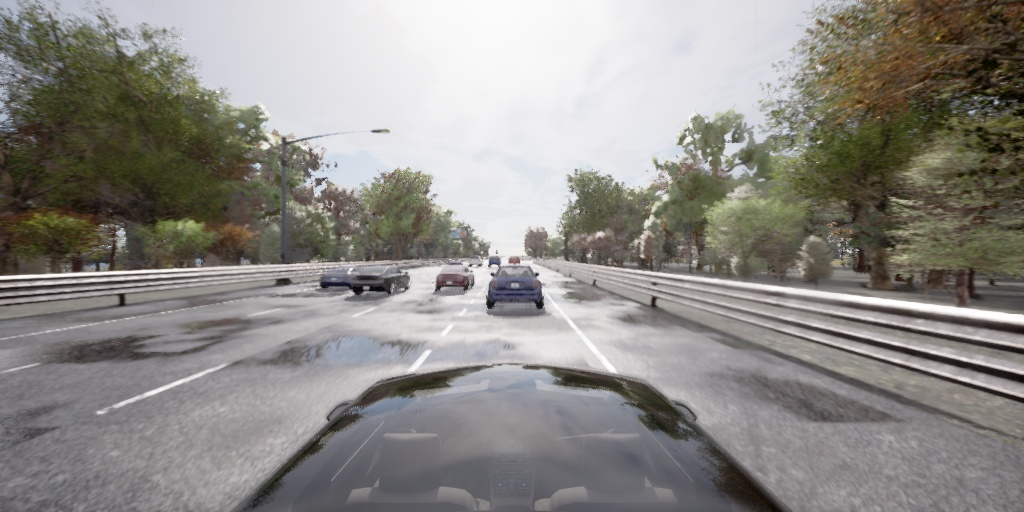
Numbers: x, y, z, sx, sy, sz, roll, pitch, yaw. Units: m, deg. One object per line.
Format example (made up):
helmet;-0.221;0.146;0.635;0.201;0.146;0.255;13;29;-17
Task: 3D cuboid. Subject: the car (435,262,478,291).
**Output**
car;-3.360;1.275;21.595;1.812;1.442;4.674;0;0;0

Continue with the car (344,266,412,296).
car;-6.867;1.256;19.346;1.837;1.490;4.892;0;0;0

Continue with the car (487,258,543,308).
car;0.119;1.101;15.289;2.097;1.767;4.553;0;0;0

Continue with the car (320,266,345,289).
car;-10.355;1.314;22.869;1.994;1.385;4.181;0;0;0

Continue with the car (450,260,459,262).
car;-10.093;1.358;64.232;1.895;1.301;4.718;0;0;0
